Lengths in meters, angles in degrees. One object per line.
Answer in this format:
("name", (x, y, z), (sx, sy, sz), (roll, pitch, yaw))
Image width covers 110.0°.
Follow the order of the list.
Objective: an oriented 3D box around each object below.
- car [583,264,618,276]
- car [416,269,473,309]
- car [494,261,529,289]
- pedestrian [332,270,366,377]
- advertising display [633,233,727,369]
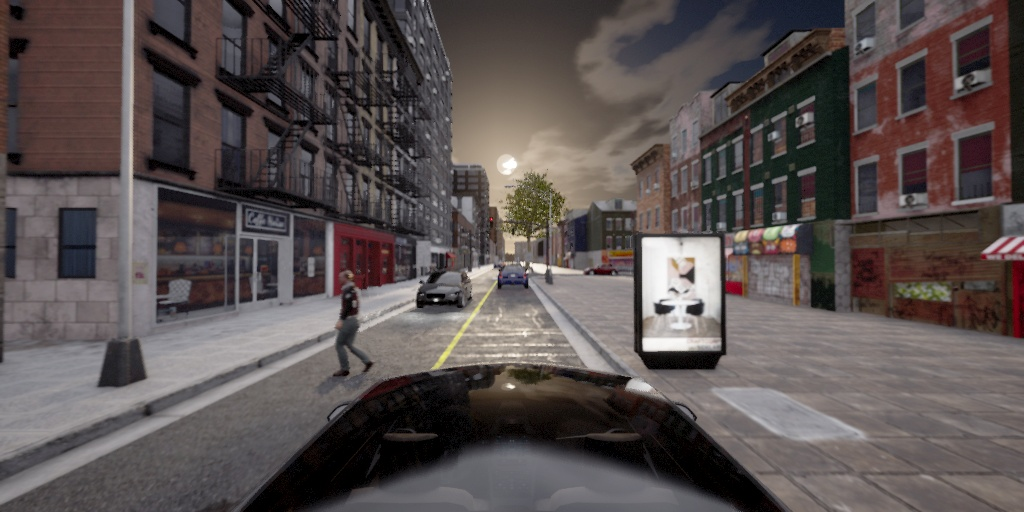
("car", (10.910, 1.658, 44.415), (4.097, 1.591, 1.967), (0, 0, 0))
("car", (-2.848, 1.380, 15.902), (1.837, 1.490, 4.892), (0, 0, 0))
("car", (0.067, 1.320, 25.510), (2.097, 1.767, 4.553), (0, -1, 0))
("pedestrian", (-2.773, 1.081, 6.077), (0.375, 1.860, 0.375), (0, -1, -10))
("advertising display", (3.009, 0.818, 6.445), (1.540, 2.440, 0.280), (0, 0, 0))
